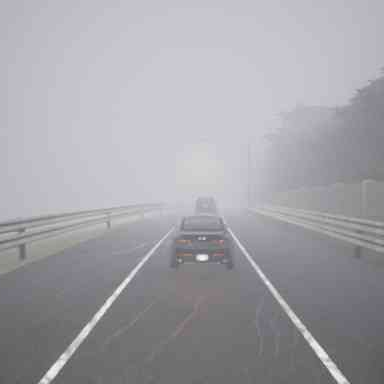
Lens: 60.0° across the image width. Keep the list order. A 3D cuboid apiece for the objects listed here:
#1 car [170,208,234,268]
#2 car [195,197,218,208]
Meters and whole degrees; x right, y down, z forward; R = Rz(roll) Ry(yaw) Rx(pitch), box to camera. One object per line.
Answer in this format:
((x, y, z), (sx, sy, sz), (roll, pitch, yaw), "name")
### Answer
((0.337, 1.503, 11.260), (1.837, 1.490, 4.892), (0, 0, 1), "car")
((1.486, 1.544, 34.294), (2.150, 2.045, 5.566), (0, -1, 5), "car")
